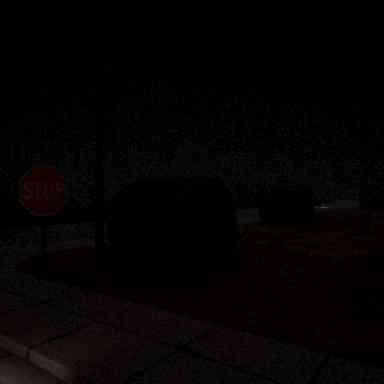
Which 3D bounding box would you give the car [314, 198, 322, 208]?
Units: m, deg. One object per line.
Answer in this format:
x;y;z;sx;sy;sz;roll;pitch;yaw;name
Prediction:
16.892;1.534;47.278;1.837;1.490;4.892;0;0;38;car
